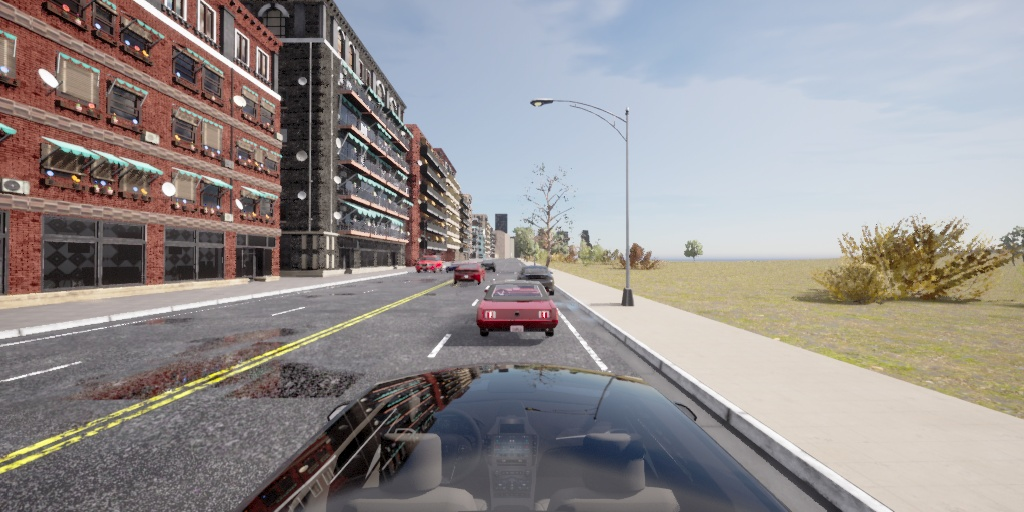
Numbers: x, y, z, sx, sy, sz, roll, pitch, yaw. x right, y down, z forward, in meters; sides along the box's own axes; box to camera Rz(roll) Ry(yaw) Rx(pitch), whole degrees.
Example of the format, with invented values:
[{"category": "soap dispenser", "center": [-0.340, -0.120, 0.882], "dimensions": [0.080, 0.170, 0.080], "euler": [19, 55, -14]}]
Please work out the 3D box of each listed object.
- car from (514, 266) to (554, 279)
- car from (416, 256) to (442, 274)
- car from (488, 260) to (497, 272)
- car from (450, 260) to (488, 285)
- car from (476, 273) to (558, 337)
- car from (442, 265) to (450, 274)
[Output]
[{"category": "car", "center": [1.203, 1.257, 19.491], "dimensions": [1.837, 1.490, 4.892], "euler": [0, 0, 0]}, {"category": "car", "center": [-9.697, 0.973, 42.464], "dimensions": [2.150, 2.045, 5.566], "euler": [0, 0, 0]}, {"category": "car", "center": [-2.985, 1.229, 45.343], "dimensions": [1.882, 1.535, 5.008], "euler": [0, 0, 0]}, {"category": "car", "center": [-3.057, 1.230, 26.500], "dimensions": [1.882, 1.535, 5.008], "euler": [0, 0, 0]}, {"category": "car", "center": [0.131, 1.352, 10.290], "dimensions": [1.895, 1.301, 4.718], "euler": [0, 0, 0]}, {"category": "car", "center": [-6.451, 1.352, 41.615], "dimensions": [1.895, 1.301, 4.718], "euler": [0, 0, 0]}]
